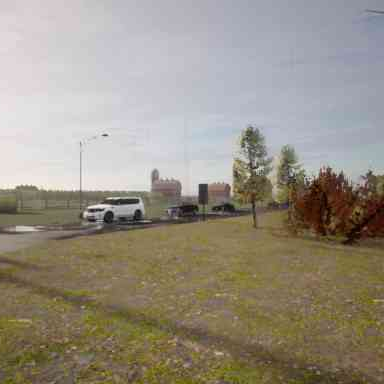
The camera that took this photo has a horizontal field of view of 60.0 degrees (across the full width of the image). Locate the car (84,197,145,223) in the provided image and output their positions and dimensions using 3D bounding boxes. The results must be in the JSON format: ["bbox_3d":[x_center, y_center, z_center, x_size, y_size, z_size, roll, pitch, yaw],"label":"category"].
[{"bbox_3d":[-6.390,1.452,28.174,2.150,2.045,5.566,-1,-1,34],"label":"car"}]

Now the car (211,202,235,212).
[{"bbox_3d":[4.283,1.986,45.205,1.994,1.385,4.181,-1,-1,32],"label":"car"}]

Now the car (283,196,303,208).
[{"bbox_3d":[18.765,1.783,61.649,2.150,2.045,5.566,-1,-1,32],"label":"car"}]

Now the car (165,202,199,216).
[{"bbox_3d":[-1.057,1.817,36.690,2.128,1.511,4.902,-1,-1,32],"label":"car"}]

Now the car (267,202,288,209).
[{"bbox_3d":[13.531,1.965,53.126,1.837,1.490,4.892,-1,-1,32],"label":"car"}]
